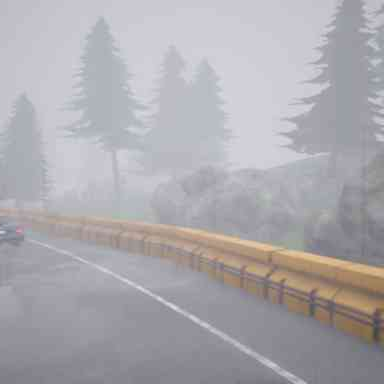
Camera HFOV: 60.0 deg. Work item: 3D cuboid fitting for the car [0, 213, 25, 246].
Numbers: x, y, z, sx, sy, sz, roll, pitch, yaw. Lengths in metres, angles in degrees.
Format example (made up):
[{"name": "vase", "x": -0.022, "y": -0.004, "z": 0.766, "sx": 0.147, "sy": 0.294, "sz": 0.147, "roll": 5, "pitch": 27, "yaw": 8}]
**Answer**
[{"name": "car", "x": -9.331, "y": 1.696, "z": 15.270, "sx": 2.033, "sy": 1.411, "sz": 5.357, "roll": -1, "pitch": 0, "yaw": -43}]
